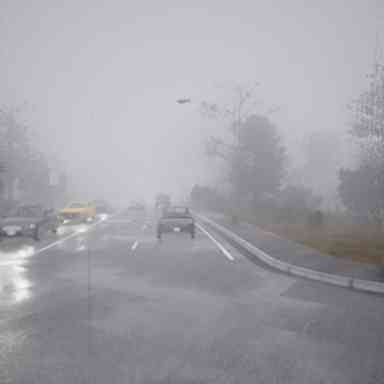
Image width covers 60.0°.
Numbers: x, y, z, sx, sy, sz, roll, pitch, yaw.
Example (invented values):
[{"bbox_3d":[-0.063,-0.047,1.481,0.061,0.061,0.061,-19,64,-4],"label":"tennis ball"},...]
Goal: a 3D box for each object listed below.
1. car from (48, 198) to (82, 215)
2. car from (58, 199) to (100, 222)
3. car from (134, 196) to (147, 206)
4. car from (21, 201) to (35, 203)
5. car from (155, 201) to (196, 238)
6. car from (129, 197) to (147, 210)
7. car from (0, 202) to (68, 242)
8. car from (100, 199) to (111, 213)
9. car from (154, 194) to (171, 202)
[{"bbox_3d":[-13.369,1.492,35.326,2.128,1.511,4.902,0,0,-6],"label":"car"},{"bbox_3d":[-8.846,1.462,26.090,1.882,1.535,5.008,0,0,-6],"label":"car"},{"bbox_3d":[-8.707,1.549,56.638,1.882,1.535,5.008,0,0,-6],"label":"car"},{"bbox_3d":[-12.254,1.496,24.978,1.837,1.490,4.892,0,0,-5],"label":"car"},{"bbox_3d":[-0.887,1.469,17.409,2.128,1.511,4.902,0,0,-5],"label":"car"},{"bbox_3d":[-7.104,1.605,43.126,1.895,1.301,4.718,0,0,-7],"label":"car"},{"bbox_3d":[-8.044,1.485,16.627,2.128,1.511,4.902,0,0,-8],"label":"car"},{"bbox_3d":[-9.957,1.499,36.305,1.837,1.490,4.892,0,0,-6],"label":"car"},{"bbox_3d":[-4.086,1.232,46.714,2.150,2.045,5.566,0,0,-6],"label":"car"}]
